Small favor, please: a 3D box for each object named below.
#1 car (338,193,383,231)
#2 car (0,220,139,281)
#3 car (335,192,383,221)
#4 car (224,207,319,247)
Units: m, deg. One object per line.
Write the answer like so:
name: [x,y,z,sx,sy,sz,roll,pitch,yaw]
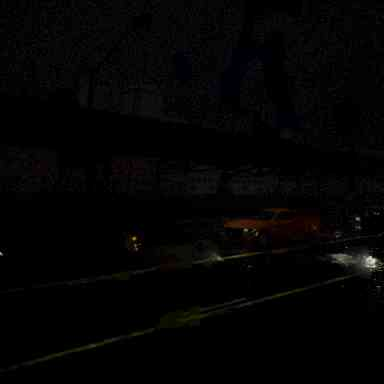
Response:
car: [11.890,1.194,20.944,5.566,2.045,2.150,0,0,-35]
car: [-3.730,1.565,9.913,4.181,1.385,1.994,0,0,-35]
car: [14.094,1.073,26.814,5.566,2.045,2.150,-1,0,-35]
car: [3.691,1.483,15.150,5.008,1.535,1.882,0,0,-35]
